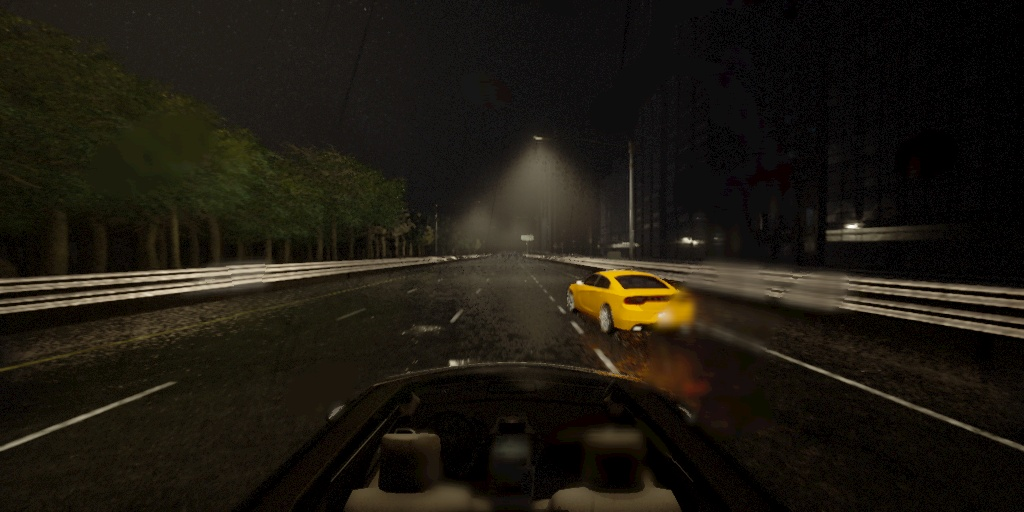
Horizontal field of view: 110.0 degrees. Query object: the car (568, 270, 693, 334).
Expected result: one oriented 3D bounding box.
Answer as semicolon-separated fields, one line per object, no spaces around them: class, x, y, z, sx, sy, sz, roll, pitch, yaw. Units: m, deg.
car;3.055;1.145;10.366;1.882;1.535;5.008;0;1;-7
